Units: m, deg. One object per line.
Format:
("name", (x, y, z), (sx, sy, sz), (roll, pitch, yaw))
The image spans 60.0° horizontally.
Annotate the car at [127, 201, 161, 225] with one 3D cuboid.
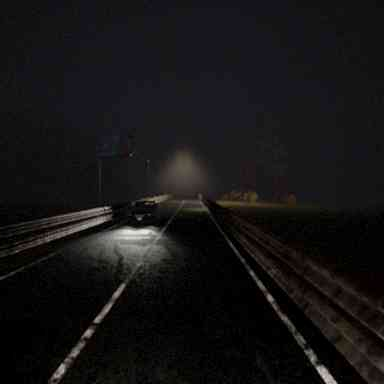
("car", (-3.244, 1.385, 23.011), (2.128, 1.511, 4.902), (0, 0, 0))
